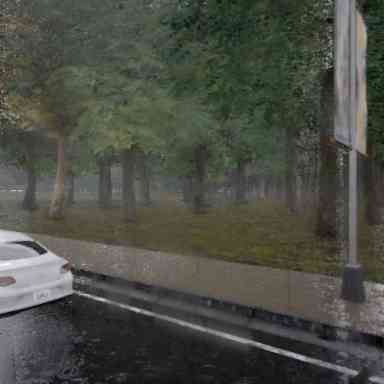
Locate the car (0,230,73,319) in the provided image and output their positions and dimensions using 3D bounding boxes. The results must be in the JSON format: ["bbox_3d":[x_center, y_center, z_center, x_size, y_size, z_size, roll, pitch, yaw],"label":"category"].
[{"bbox_3d":[-4.323,1.503,6.760,4.674,1.442,1.812,0,0,35],"label":"car"}]
